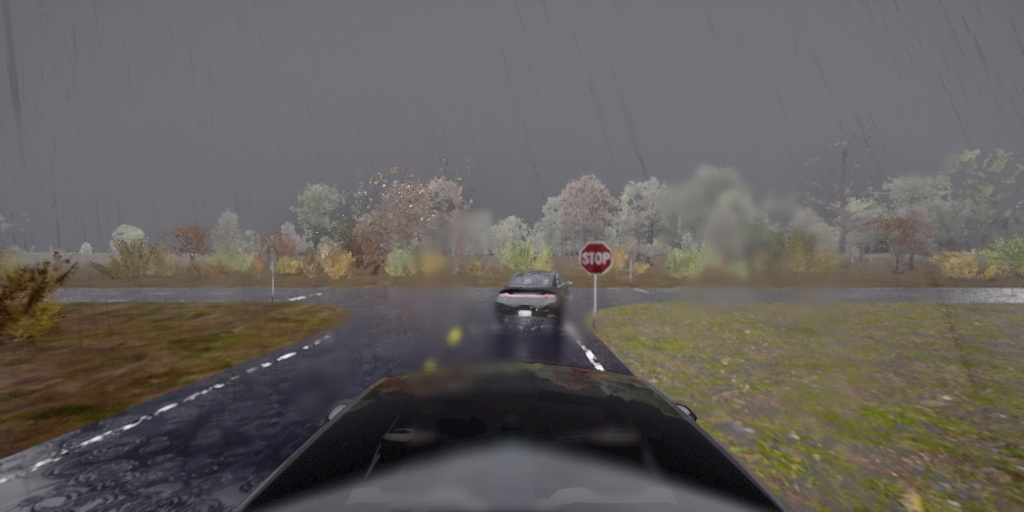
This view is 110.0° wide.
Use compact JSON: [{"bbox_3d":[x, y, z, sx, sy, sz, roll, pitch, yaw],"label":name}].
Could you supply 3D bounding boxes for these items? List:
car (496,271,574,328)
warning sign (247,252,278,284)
[{"bbox_3d":[0.846,1.207,11.345,2.128,1.511,4.902,0,0,12],"label":"car"},{"bbox_3d":[-15.992,0.811,22.752,1.060,1.860,1.300,0,0,1],"label":"warning sign"}]
